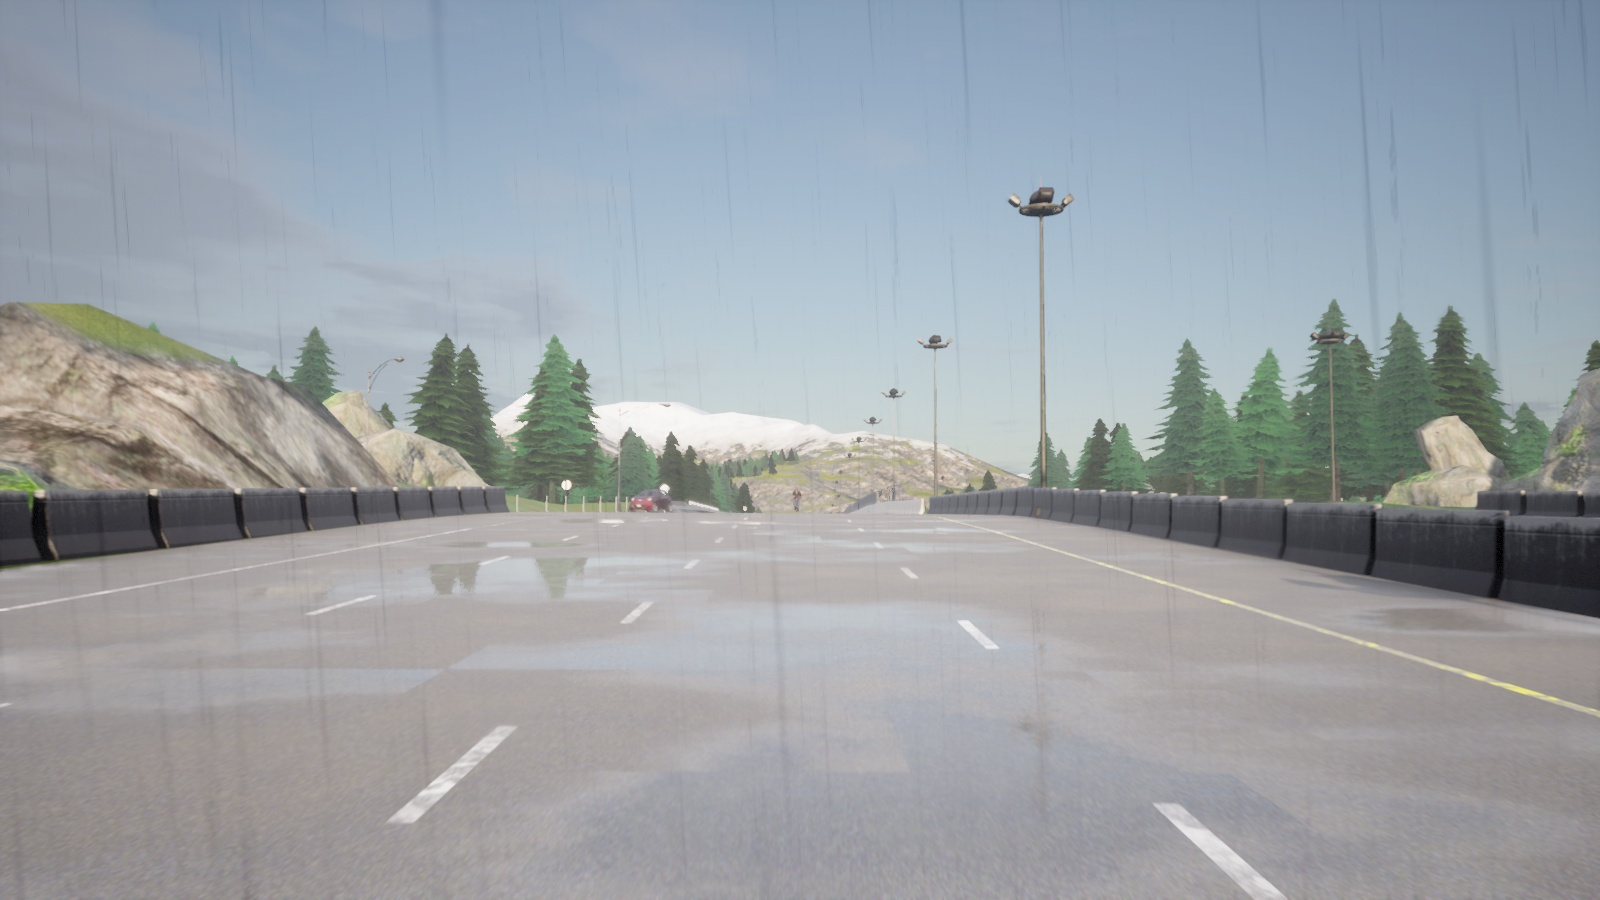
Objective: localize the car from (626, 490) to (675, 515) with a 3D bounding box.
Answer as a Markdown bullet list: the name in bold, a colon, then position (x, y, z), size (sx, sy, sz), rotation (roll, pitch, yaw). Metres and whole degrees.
- **car**: position (-9.630, 3.402, 80.926), size (1.845, 1.501, 3.633), rotation (-1, -3, 17)
